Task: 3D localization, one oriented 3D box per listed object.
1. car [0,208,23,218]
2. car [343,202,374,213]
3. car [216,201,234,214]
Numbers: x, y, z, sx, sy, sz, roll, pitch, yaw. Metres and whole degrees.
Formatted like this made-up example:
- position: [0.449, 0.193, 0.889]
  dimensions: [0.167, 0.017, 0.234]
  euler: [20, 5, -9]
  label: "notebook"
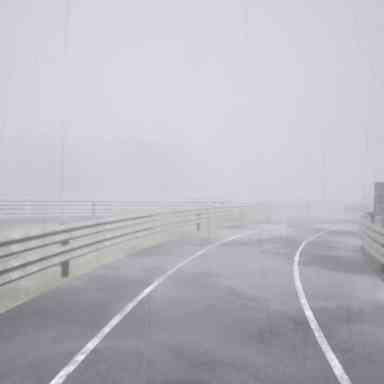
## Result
- position: [-14.712, 1.010, 23.556]
  dimensions: [4.902, 1.511, 2.128]
  euler: [2, 0, -32]
  label: "car"
- position: [23.411, 2.110, 46.469]
  dimensions: [5.357, 1.411, 2.033]
  euler: [2, 0, -30]
  label: "car"
- position: [3.844, 1.625, 34.987]
  dimensions: [4.718, 1.301, 1.895]
  euler: [2, 0, -31]
  label: "car"
